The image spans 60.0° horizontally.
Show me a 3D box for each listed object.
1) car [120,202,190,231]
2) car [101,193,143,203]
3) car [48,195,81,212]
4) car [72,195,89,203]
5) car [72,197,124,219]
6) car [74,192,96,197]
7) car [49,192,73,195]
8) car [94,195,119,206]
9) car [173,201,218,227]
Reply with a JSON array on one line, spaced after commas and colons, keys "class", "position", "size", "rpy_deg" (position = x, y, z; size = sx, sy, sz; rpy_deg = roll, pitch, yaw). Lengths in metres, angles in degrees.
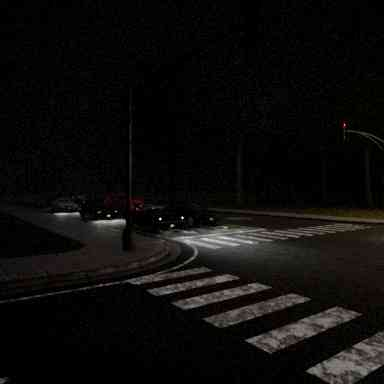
[{"class": "car", "position": [-2.372, 1.542, 20.230], "size": [1.895, 1.301, 4.718], "rpy_deg": [0, 0, -36]}, {"class": "car", "position": [-6.454, 1.116, 31.401], "size": [2.150, 2.045, 5.566], "rpy_deg": [0, 0, -36]}, {"class": "car", "position": [-14.065, 1.400, 36.375], "size": [1.812, 1.442, 4.674], "rpy_deg": [0, 0, -36]}, {"class": "car", "position": [-21.132, 1.329, 63.039], "size": [1.812, 1.442, 4.674], "rpy_deg": [0, 0, -36]}, {"class": "car", "position": [-8.031, 1.454, 28.044], "size": [2.033, 1.411, 5.357], "rpy_deg": [0, 0, -36]}, {"class": "car", "position": [-15.604, 1.186, 49.812], "size": [2.097, 1.767, 4.553], "rpy_deg": [0, 0, -35]}, {"class": "car", "position": [-20.503, 1.038, 50.940], "size": [2.150, 2.045, 5.566], "rpy_deg": [0, 0, -36]}, {"class": "car", "position": [-13.667, 1.316, 52.768], "size": [2.128, 1.511, 4.902], "rpy_deg": [0, 0, -36]}, {"class": "car", "position": [-0.220, 1.410, 22.804], "size": [1.882, 1.535, 5.008], "rpy_deg": [0, 0, -35]}]
